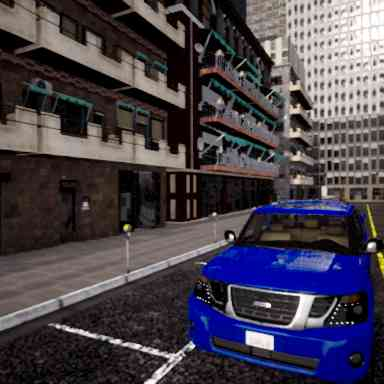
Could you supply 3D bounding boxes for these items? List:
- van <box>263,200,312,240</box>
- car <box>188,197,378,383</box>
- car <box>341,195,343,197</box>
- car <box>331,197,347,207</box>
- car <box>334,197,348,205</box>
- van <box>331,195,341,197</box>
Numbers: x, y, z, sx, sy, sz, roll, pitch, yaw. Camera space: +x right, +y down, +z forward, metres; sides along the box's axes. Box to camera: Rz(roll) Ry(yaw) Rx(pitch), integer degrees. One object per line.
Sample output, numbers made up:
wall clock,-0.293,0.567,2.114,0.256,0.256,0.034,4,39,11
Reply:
van,5.124,1.330,17.416,1.690,1.788,3.998,-1,0,27
car,2.004,1.218,5.968,2.150,2.045,5.566,0,0,28
car,20.405,1.279,46.996,2.192,1.841,5.009,-1,0,27
car,22.955,1.525,51.925,1.947,1.339,4.313,-1,0,27
car,25.502,1.500,56.855,1.887,1.381,4.507,-1,0,27
van,15.312,1.315,37.136,1.690,1.788,3.998,-1,0,27
